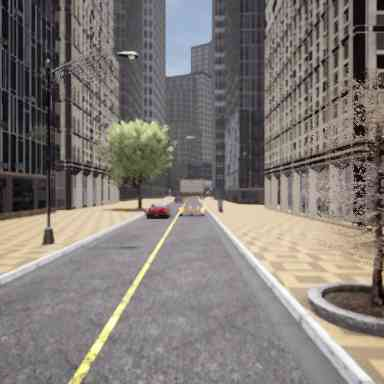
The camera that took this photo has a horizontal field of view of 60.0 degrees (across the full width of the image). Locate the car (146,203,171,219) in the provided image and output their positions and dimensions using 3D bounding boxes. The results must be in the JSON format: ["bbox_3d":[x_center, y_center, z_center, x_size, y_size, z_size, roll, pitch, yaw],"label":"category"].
[{"bbox_3d":[-2.857,1.604,29.042,1.895,1.301,4.718,0,0,0],"label":"car"}]

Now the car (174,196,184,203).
[{"bbox_3d":[-2.772,1.573,69.605,1.994,1.385,4.181,0,0,0],"label":"car"}]

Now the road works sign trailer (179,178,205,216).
[{"bbox_3d":[-0.010,0.468,31.542,2.380,3.560,2.880,0,0,0],"label":"road works sign trailer"}]
